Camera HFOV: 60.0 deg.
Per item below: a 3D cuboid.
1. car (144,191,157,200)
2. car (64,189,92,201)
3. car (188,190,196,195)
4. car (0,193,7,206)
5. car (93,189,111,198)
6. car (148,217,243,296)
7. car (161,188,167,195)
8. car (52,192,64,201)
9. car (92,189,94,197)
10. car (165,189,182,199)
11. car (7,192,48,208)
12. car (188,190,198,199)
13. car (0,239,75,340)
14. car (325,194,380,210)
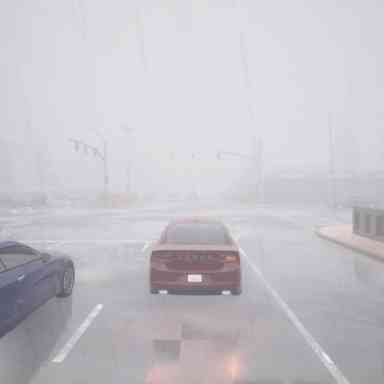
[{"bbox_3d":[-6.889,0.617,55.628,2.033,1.411,5.357,0,1,0],"label":"car"},{"bbox_3d":[-17.582,0.619,51.528,1.882,1.535,5.008,0,2,0],"label":"car"},{"bbox_3d":[0.017,0.104,88.062,1.895,1.301,4.718,0,1,0],"label":"car"},{"bbox_3d":[-21.092,0.881,36.342,1.882,1.535,5.008,0,1,0],"label":"car"},{"bbox_3d":[-17.490,0.386,66.694,2.128,1.511,4.902,0,1,0],"label":"car"},{"bbox_3d":[0.114,1.361,8.460,1.882,1.535,5.008,0,1,1],"label":"car"},{"bbox_3d":[-6.983,-0.156,89.200,2.097,1.767,4.553,0,1,1],"label":"car"},{"bbox_3d":[-21.074,0.692,54.367,1.895,1.301,4.718,0,1,0],"label":"car"},{"bbox_3d":[-20.987,0.190,69.214,2.097,1.767,4.553,0,1,0],"label":"car"},{"bbox_3d":[-3.388,0.526,61.839,1.994,1.385,4.181,0,1,0],"label":"car"},{"bbox_3d":[-17.591,0.754,36.328,2.097,1.767,4.553,0,1,0],"label":"car"},{"bbox_3d":[0.111,0.480,61.075,1.837,1.490,4.892,0,1,0],"label":"car"},{"bbox_3d":[-3.434,1.458,5.276,1.812,1.442,4.674,0,1,0],"label":"car"},{"bbox_3d":[15.514,0.979,32.251,4.892,1.490,1.837,0,1,2],"label":"car"}]
